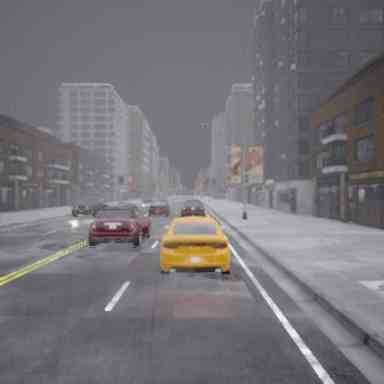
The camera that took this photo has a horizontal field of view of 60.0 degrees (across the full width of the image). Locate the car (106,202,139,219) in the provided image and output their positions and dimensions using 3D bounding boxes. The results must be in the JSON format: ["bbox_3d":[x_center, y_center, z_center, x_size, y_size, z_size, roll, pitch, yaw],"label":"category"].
[{"bbox_3d":[-6.601,1.700,32.127,2.033,1.411,5.357,0,0,0],"label":"car"}]

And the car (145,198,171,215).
[{"bbox_3d":[-3.146,1.636,33.084,1.882,1.535,5.008,0,0,0],"label":"car"}]

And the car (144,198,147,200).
[{"bbox_3d":[-9.757,1.932,73.688,1.895,1.301,4.718,0,0,0],"label":"car"}]

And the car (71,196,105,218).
[{"bbox_3d":[-9.852,1.376,32.396,2.150,2.045,5.566,0,0,0],"label":"car"}]

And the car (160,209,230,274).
[{"bbox_3d":[0.087,1.529,10.736,1.882,1.535,5.008,0,0,0],"label":"car"}]

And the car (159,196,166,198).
[{"bbox_3d":[-6.507,1.690,72.916,2.097,1.767,4.553,0,0,0],"label":"car"}]

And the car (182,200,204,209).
[{"bbox_3d":[0.094,1.502,31.278,2.097,1.767,4.553,0,0,0],"label":"car"}]

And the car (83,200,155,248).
[{"bbox_3d":[-3.155,1.426,15.363,2.097,1.767,4.553,0,0,0],"label":"car"}]
